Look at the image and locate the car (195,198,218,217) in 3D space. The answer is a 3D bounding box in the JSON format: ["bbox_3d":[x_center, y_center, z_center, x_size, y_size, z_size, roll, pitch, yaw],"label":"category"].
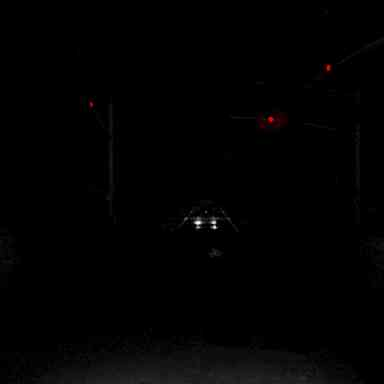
[{"bbox_3d":[1.349,1.491,31.492,1.812,1.442,4.674,0,0,3],"label":"car"}]

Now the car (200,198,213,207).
[{"bbox_3d":[2.265,1.566,50.784,1.895,1.301,4.718,0,0,3],"label":"car"}]

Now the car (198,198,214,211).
[{"bbox_3d":[1.776,1.470,40.647,1.837,1.490,4.892,0,0,3],"label":"car"}]
